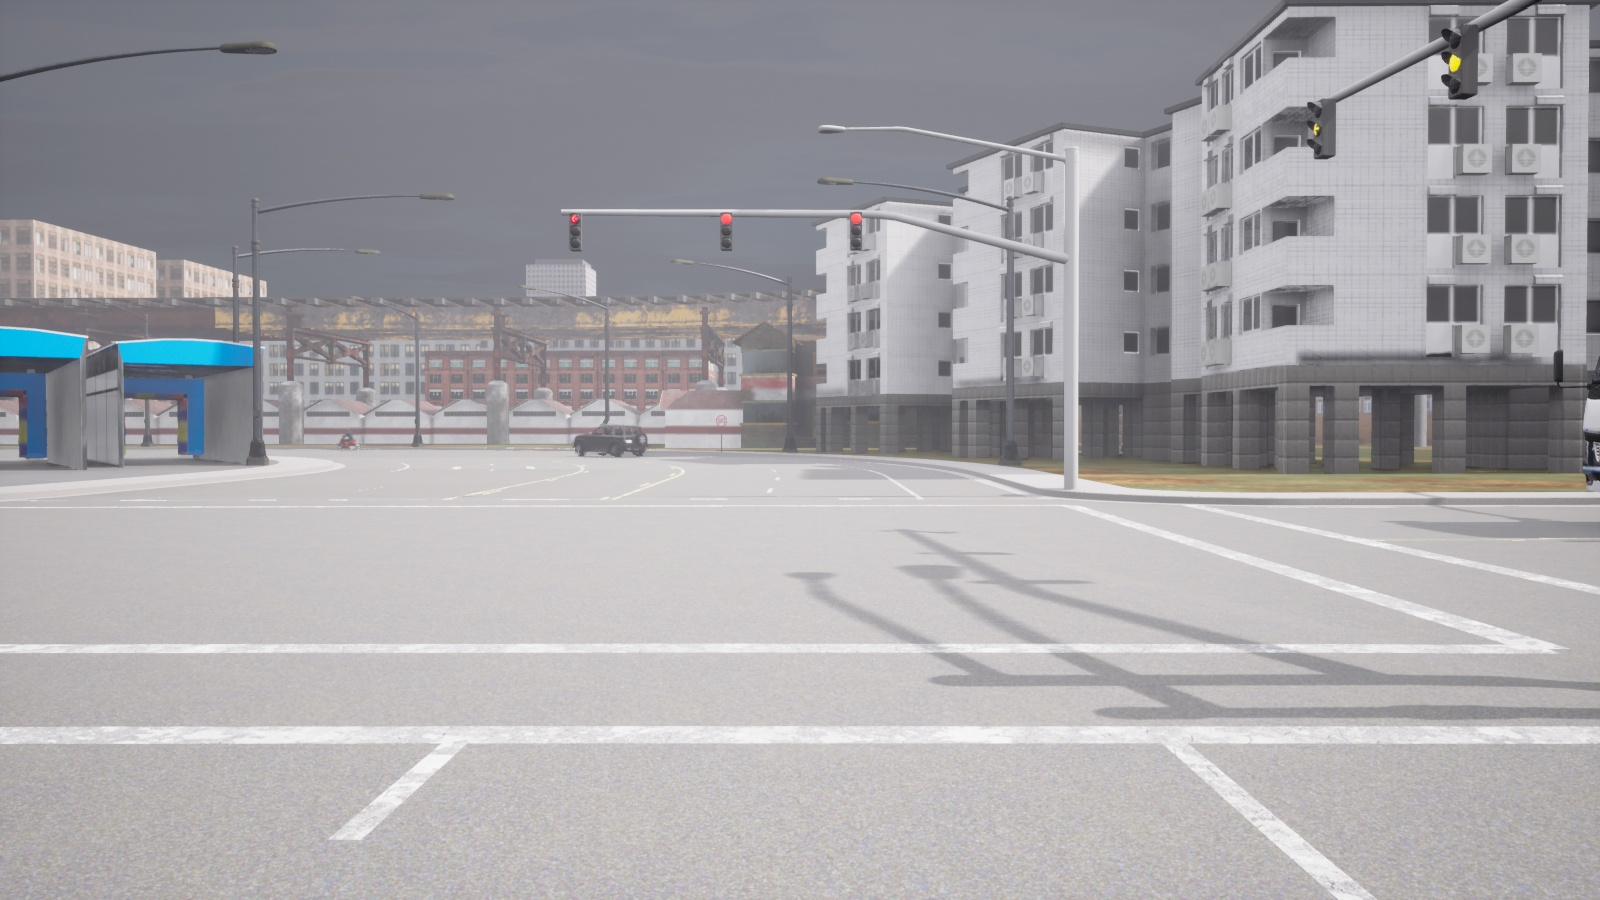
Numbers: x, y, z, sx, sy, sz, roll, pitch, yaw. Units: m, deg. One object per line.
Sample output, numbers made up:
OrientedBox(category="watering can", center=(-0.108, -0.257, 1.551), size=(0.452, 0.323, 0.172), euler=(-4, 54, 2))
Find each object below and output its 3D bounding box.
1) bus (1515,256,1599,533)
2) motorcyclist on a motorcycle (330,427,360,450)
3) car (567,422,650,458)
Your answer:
OrientedBox(category="bus", center=(17.421, -0.860, 19.572), size=(10.273, 4.253, 3.944), euler=(0, 1, -1))
OrientedBox(category="motorcyclist on a motorcycle", center=(-32.431, -0.793, 89.578), size=(1.817, 1.590, 0.866), euler=(0, 4, 17))
OrientedBox(category="car", center=(-10.600, -0.561, 69.412), size=(4.605, 1.855, 1.932), euler=(2, 3, 39))
